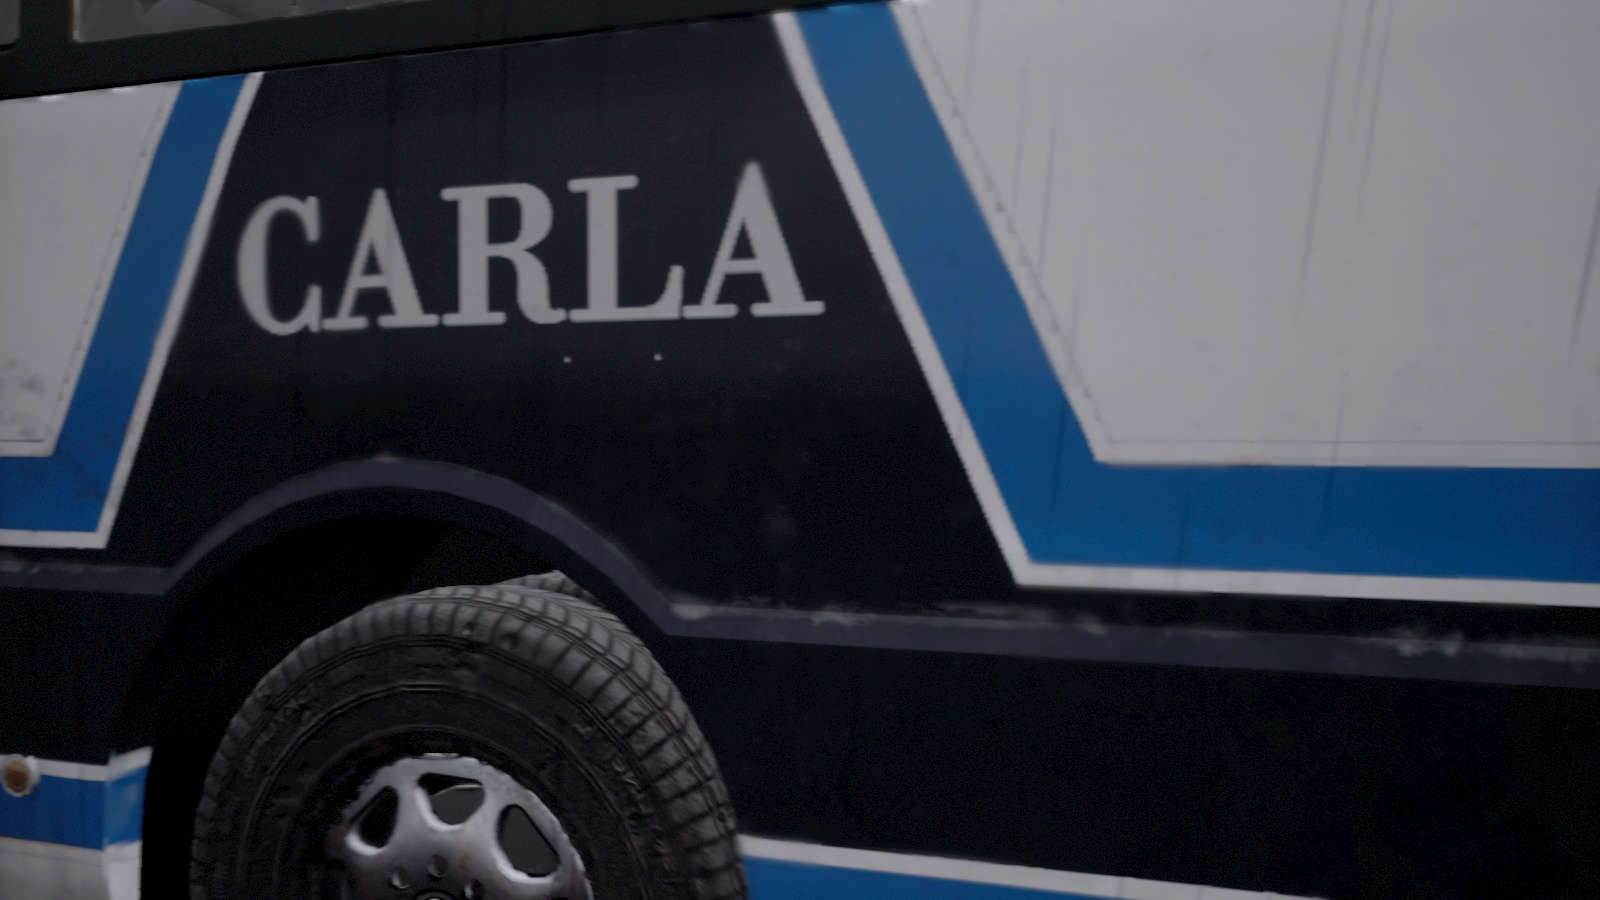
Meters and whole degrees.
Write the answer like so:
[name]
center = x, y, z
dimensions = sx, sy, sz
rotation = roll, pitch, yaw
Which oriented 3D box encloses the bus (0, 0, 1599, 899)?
[bus]
center = -3.021, -0.623, 4.716
dimensions = 10.273, 4.253, 3.944
rotation = 1, 1, 19
